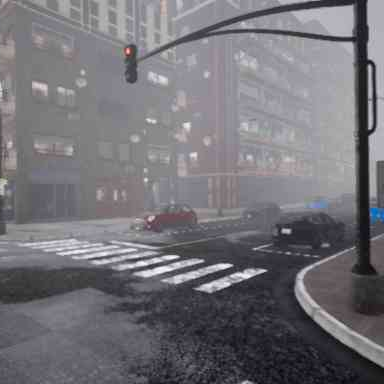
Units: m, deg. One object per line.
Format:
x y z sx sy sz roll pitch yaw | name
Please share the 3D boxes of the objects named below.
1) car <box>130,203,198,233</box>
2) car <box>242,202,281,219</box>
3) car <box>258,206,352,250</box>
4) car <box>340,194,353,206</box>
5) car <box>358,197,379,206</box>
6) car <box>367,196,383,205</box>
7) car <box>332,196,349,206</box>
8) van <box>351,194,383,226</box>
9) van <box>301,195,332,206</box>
-1.568 1.389 18.966 1.967 1.590 4.097 -1 -1 41 | car
5.850 1.495 27.459 1.947 1.339 4.313 -1 -1 41 | car
4.743 1.434 13.449 1.947 1.339 4.313 -1 -1 41 | car
20.682 1.206 44.447 2.192 1.841 5.009 -1 -1 41 | car
28.102 1.437 52.938 1.947 1.339 4.313 -1 -1 41 | car
31.810 1.428 57.184 1.947 1.339 4.313 -1 -1 41 | car
16.976 1.451 40.198 2.008 1.369 4.403 -1 -1 41 | car
12.156 1.190 21.945 1.690 1.788 3.998 -1 -1 41 | van
13.265 1.251 35.954 1.690 1.788 3.998 -1 -1 41 | van
